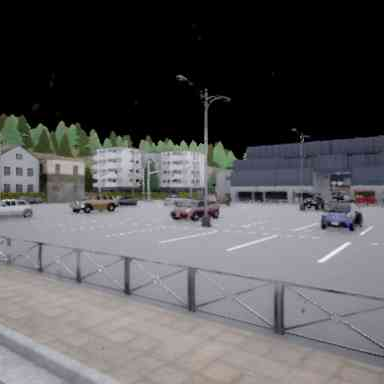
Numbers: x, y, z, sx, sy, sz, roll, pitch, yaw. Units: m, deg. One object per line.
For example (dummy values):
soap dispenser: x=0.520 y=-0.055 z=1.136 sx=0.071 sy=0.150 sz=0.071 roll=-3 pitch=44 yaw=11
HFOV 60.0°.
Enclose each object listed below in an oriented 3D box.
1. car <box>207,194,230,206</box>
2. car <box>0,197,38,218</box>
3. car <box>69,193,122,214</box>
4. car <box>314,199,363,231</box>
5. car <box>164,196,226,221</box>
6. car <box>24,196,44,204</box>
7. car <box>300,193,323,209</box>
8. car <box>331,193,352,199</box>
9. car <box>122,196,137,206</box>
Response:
car: x=3.126 y=1.128 z=44.717 sx=2.152 sy=1.636 sz=5.027 roll=0 pitch=0 yaw=35
car: x=-14.306 y=1.332 z=25.362 sx=1.970 sy=1.475 sz=3.806 roll=0 pitch=0 yaw=35
car: x=-9.453 y=1.068 z=32.315 sx=1.932 sy=1.855 sz=4.605 roll=0 pitch=0 yaw=35
car: x=8.464 y=1.316 z=18.767 sx=1.845 sy=1.501 sz=3.633 roll=0 pitch=0 yaw=35
car: x=0.320 y=1.283 z=24.558 sx=2.007 sy=1.523 sz=4.514 roll=0 pitch=0 yaw=35
car: x=-26.480 y=1.297 z=53.066 sx=2.033 sy=1.411 sz=5.357 roll=0 pitch=0 yaw=35
car: x=13.585 y=1.066 z=37.347 sx=1.905 sy=1.878 sz=3.866 roll=0 pitch=0 yaw=35
car: x=16.197 y=1.089 z=36.010 sx=1.932 sy=1.855 sz=4.605 roll=0 pitch=0 yaw=35
car: x=-9.361 y=1.261 z=44.496 sx=2.007 sy=1.523 sz=4.514 roll=0 pitch=0 yaw=35
